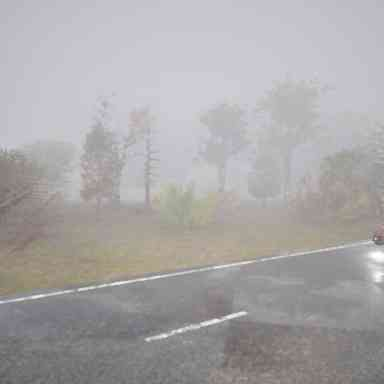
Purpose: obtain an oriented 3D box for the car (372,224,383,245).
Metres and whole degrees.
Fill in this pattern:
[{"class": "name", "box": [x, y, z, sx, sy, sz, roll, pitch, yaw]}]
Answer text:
[{"class": "car", "box": [9.803, 1.663, 14.668, 4.181, 1.385, 1.994, 0, 0, -35]}]
